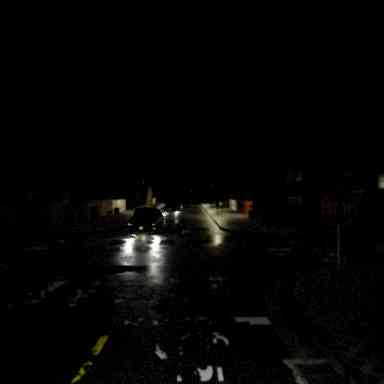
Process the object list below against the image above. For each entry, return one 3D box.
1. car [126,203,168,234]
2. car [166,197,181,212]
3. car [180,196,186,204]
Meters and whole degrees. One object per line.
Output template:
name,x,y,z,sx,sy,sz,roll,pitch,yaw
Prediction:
car,-2.774,1.711,20.513,1.837,1.490,4.892,0,0,0
car,-2.801,1.888,45.468,1.837,1.490,4.892,0,0,0
car,-2.830,2.009,69.850,1.837,1.490,4.892,0,0,0
